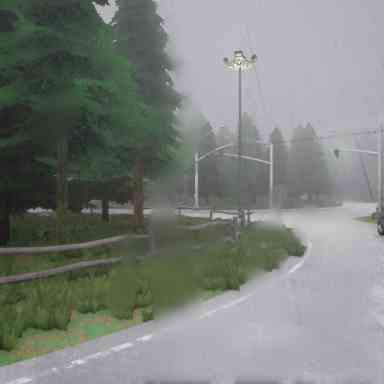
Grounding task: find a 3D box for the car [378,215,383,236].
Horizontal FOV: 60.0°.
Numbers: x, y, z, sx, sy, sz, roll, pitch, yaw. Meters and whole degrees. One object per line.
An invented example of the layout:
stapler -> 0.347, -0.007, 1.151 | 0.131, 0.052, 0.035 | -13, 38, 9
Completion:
car -> 10.266, 1.352, 15.402 | 2.097, 1.767, 4.553 | 0, 0, 15
